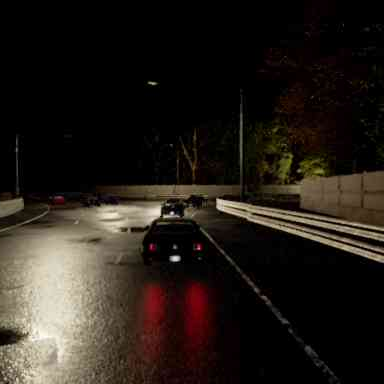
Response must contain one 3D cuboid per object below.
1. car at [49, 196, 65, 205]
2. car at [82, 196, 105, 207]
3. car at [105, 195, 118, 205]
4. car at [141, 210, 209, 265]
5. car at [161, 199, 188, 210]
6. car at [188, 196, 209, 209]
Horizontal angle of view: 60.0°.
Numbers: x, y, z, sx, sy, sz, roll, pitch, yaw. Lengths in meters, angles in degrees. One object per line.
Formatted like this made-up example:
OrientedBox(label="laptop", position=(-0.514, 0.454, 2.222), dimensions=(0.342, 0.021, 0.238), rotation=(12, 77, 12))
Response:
OrientedBox(label="car", position=(-20.782, 1.294, 51.235), dimensions=(1.994, 1.385, 4.181), rotation=(0, 0, -28))
OrientedBox(label="car", position=(-13.712, 1.294, 45.088), dimensions=(2.033, 1.411, 5.357), rotation=(0, 0, -26))
OrientedBox(label="car", position=(-12.665, 1.230, 50.797), dimensions=(1.812, 1.442, 4.674), rotation=(0, 0, -26))
OrientedBox(label="car", position=(-0.614, 1.526, 11.364), dimensions=(1.895, 1.301, 4.718), rotation=(0, 0, -4))
OrientedBox(label="car", position=(-1.518, 1.326, 27.604), dimensions=(1.837, 1.490, 4.892), rotation=(0, 1, 0))
OrientedBox(label="car", position=(0.638, 1.234, 40.111), dimensions=(1.837, 1.490, 4.892), rotation=(-1, 0, 18))
